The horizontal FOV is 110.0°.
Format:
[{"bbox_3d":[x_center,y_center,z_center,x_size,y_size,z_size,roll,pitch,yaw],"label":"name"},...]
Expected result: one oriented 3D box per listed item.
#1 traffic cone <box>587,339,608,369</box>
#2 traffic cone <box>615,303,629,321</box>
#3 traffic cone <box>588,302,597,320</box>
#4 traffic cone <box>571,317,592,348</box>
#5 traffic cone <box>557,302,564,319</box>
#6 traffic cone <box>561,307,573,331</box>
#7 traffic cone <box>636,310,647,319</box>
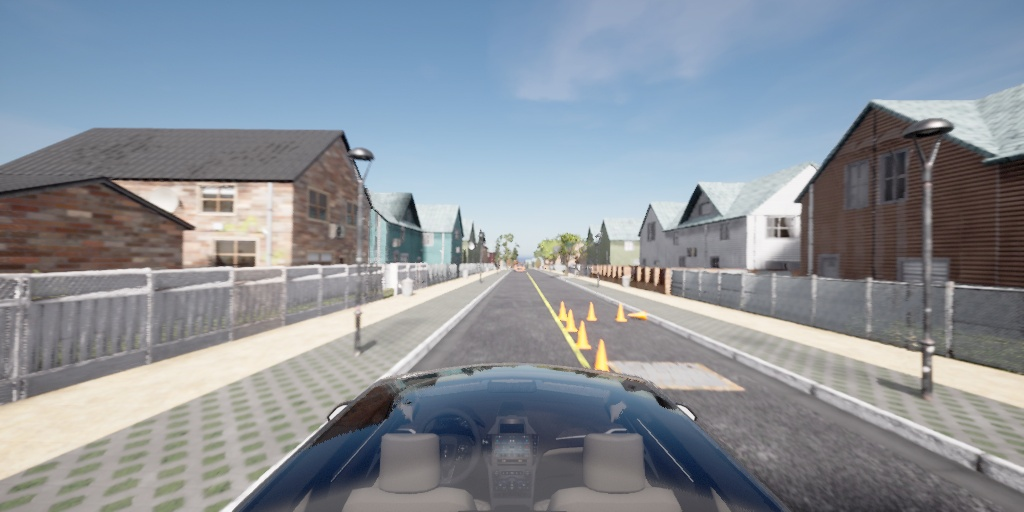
[{"bbox_3d":[1.600,1.796,6.424,0.340,0.580,0.340,0,0,1],"label":"traffic cone"},{"bbox_3d":[3.740,1.916,12.374,0.340,0.580,0.340,0,0,1],"label":"traffic cone"},{"bbox_3d":[2.741,1.898,12.398,0.340,0.580,0.340,0,0,1],"label":"traffic cone"},{"bbox_3d":[1.647,1.824,8.423,0.340,0.580,0.340,0,0,1],"label":"traffic cone"},{"bbox_3d":[1.741,1.880,12.422,0.340,0.580,0.340,0,0,1],"label":"traffic cone"},{"bbox_3d":[1.694,1.851,10.423,0.340,0.580,0.340,0,0,1],"label":"traffic cone"},{"bbox_3d":[4.590,1.759,12.357,0.340,0.580,0.340,0,0,4],"label":"traffic cone"}]
